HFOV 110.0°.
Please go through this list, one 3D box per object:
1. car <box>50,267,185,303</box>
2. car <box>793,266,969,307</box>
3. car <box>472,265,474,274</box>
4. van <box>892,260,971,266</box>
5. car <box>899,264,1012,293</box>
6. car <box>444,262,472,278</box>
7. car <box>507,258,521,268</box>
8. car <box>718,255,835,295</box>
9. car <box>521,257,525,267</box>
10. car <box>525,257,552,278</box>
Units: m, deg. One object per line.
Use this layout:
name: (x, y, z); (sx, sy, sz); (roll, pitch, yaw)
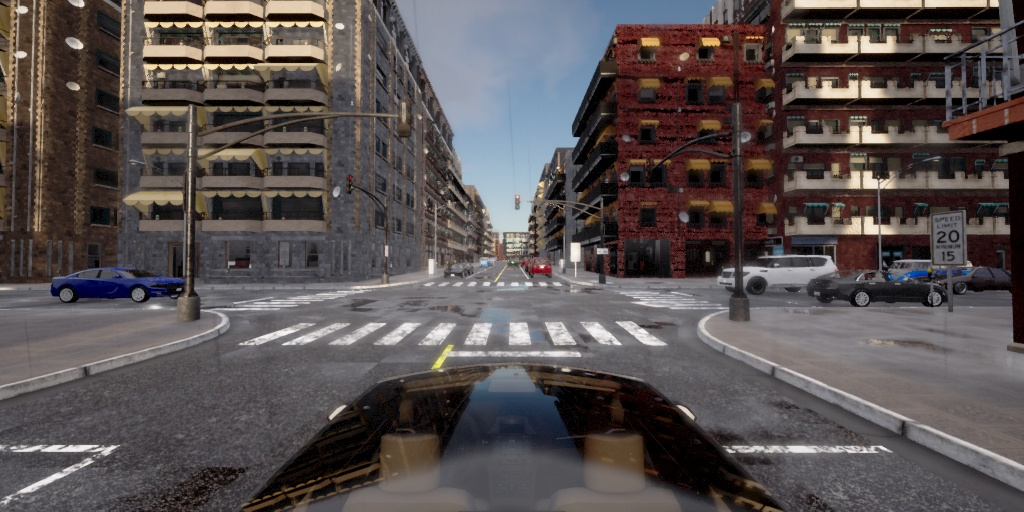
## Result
car: (-17.582, 1.255, 16.242); (5.008, 1.535, 1.882); (0, -1, 0)
car: (13.771, 1.185, 13.610); (4.403, 1.370, 2.007); (0, 0, 0)
car: (-5.232, 1.331, 39.461); (1.948, 1.339, 4.313); (0, 0, 0)
van: (24.946, 1.115, 21.438); (3.998, 1.789, 1.690); (0, 0, 0)
car: (24.318, 1.271, 18.989); (5.357, 1.411, 2.033); (0, -1, 0)
car: (-5.244, 1.328, 33.900); (1.948, 1.339, 4.313); (0, 0, 0)
car: (0.233, 1.178, 64.447); (2.097, 1.767, 4.553); (0, 0, 0)
car: (14.066, 0.969, 19.046); (5.566, 2.045, 2.150); (0, -1, 0)
car: (2.661, 1.086, 45.051); (2.192, 1.841, 5.009); (0, 0, 0)
car: (2.637, 1.077, 33.928); (2.192, 1.841, 5.009); (0, 0, 0)
